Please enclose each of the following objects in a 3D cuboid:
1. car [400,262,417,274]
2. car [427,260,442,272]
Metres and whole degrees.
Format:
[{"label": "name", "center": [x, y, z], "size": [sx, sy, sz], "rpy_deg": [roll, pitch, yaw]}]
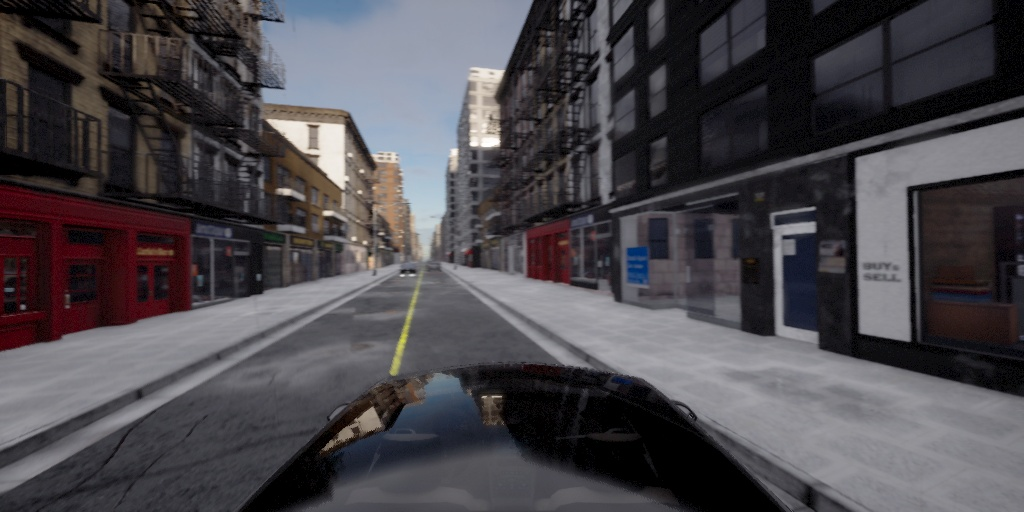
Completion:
[{"label": "car", "center": [-12.795, 1.487, 44.522], "size": [2.033, 1.411, 5.357], "rpy_deg": [-1, 0, -13]}, {"label": "car", "center": [-10.824, 1.411, 49.938], "size": [2.128, 1.511, 4.902], "rpy_deg": [-1, 0, -13]}]
